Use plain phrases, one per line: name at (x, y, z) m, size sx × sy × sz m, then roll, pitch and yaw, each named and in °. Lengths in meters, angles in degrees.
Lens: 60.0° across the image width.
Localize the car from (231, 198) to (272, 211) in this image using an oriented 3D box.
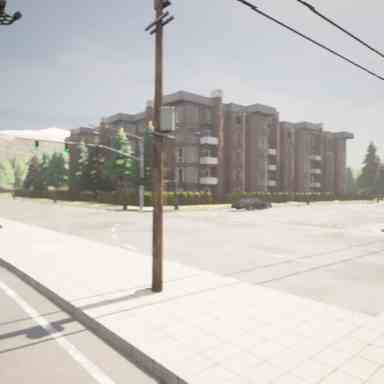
car at (6.826, 1.397, 37.869) m, size 5.357 × 1.411 × 2.033 m, roll 0°, pitch 0°, yaw -38°
